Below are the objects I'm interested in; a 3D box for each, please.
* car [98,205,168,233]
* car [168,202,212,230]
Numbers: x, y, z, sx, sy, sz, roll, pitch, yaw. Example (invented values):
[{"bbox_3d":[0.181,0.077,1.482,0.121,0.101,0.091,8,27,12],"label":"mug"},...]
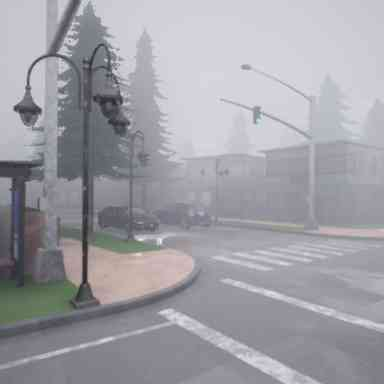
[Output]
[{"bbox_3d":[-3.882,1.562,20.094,1.837,1.490,4.892,1,0,-44],"label":"car"},{"bbox_3d":[-0.868,1.446,22.322,2.097,1.767,4.553,0,0,-43],"label":"car"}]
